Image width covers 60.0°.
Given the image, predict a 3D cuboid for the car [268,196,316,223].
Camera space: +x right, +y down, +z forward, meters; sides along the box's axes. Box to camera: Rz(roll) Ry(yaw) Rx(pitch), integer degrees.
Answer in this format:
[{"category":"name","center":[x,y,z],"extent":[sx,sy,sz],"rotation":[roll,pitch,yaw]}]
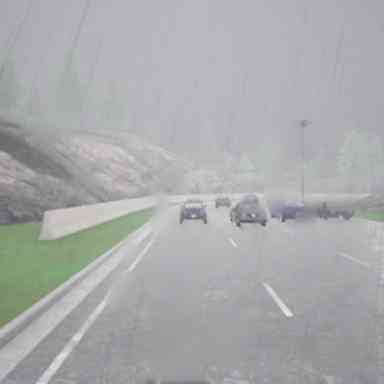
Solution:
[{"category":"car","center":[7.101,1.336,24.476],"extent":[1.882,1.535,5.008],"rotation":[0,0,0]}]

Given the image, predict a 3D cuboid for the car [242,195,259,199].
[{"category":"car","center":[7.570,1.104,43.066],"extent":[2.097,1.767,4.553],"rotation":[0,0,6]}]

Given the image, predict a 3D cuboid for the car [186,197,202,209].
[{"category":"car","center":[0.320,1.359,41.936],"extent":[1.895,1.301,4.718],"rotation":[0,0,2]}]

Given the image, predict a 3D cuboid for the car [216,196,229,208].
[{"category":"car","center":[4.087,1.242,43.303],"extent":[2.128,1.511,4.902],"rotation":[0,0,6]}]

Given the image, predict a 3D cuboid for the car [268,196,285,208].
[{"category":"car","center":[11.240,1.270,44.458],"extent":[1.812,1.442,4.674],"rotation":[0,0,8]}]

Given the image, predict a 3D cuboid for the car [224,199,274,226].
[{"category":"car","center":[3.601,1.420,21.988],"extent":[2.033,1.411,5.357],"rotation":[0,0,0]}]

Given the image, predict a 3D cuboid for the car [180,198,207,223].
[{"category":"car","center":[0.088,1.388,23.886],"extent":[1.812,1.442,4.674],"rotation":[0,0,0]}]

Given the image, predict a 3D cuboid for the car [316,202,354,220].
[{"category":"car","center":[10.601,1.452,25.886],"extent":[1.895,1.301,4.718],"rotation":[0,0,0]}]
